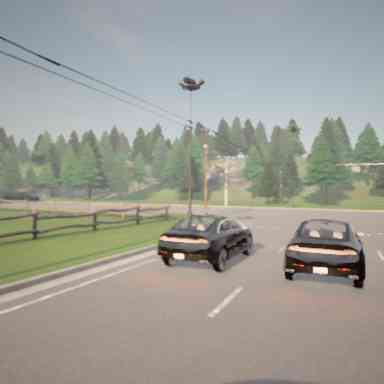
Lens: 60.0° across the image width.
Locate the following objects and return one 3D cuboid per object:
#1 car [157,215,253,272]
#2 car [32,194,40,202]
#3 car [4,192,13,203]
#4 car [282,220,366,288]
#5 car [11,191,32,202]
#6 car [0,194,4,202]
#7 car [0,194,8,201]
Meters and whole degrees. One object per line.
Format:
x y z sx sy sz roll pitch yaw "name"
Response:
0.658 1.513 11.012 2.128 1.511 4.902 1 0 25 "car"
-32.726 1.198 66.769 4.892 1.490 1.837 1 0 25 "car"
-35.635 1.182 60.402 4.902 1.511 2.128 1 0 25 "car"
3.851 1.548 9.575 2.128 1.511 4.902 1 0 25 "car"
-33.883 0.906 63.451 5.566 2.045 2.150 1 0 25 "car"
-34.875 1.208 56.227 5.357 1.411 2.033 1 0 25 "car"
-41.987 1.078 71.008 5.357 1.411 2.033 1 0 25 "car"
